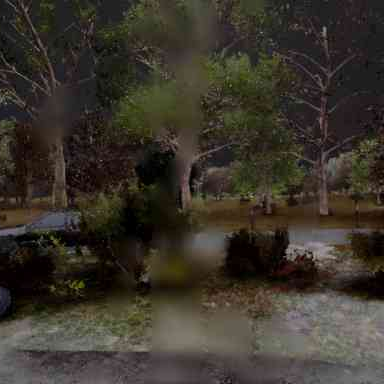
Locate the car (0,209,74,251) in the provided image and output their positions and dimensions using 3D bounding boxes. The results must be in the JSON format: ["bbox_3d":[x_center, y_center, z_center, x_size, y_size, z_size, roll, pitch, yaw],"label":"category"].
[{"bbox_3d":[-4.406,1.293,11.673,5.357,1.411,2.033,-2,0,-12],"label":"car"}]
